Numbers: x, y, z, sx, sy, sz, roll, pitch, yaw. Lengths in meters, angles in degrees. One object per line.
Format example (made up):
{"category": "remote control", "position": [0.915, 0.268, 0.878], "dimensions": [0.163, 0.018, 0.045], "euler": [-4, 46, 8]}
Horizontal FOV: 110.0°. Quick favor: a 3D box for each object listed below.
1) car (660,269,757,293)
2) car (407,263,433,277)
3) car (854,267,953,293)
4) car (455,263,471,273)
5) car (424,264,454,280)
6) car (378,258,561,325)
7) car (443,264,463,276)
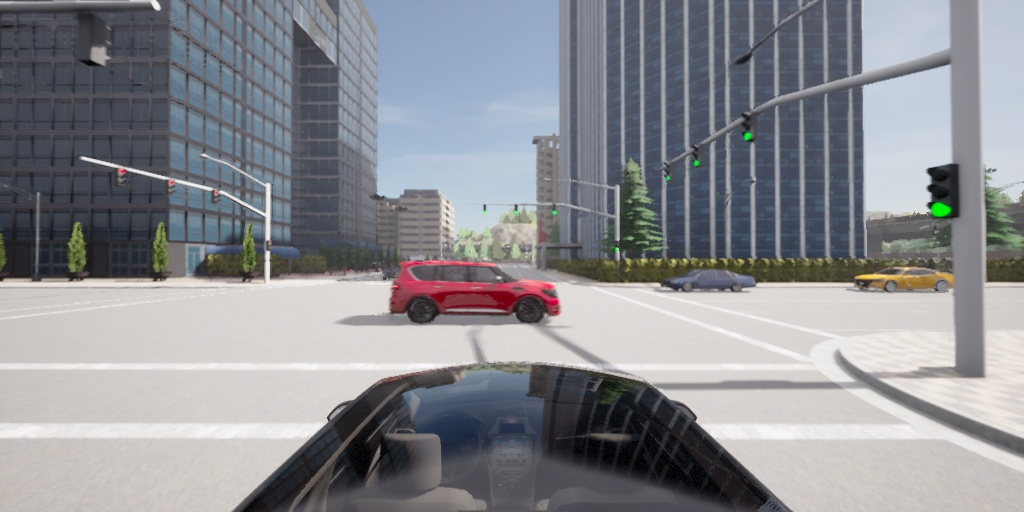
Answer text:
{"category": "car", "position": [12.249, 1.521, 22.506], "dimensions": [5.357, 1.411, 2.033], "euler": [0, -1, 0]}
{"category": "car", "position": [-11.145, 1.698, 43.738], "dimensions": [1.882, 1.535, 5.008], "euler": [0, -1, 0]}
{"category": "car", "position": [24.463, 1.445, 22.524], "dimensions": [5.008, 1.535, 1.882], "euler": [0, -1, 0]}
{"category": "car", "position": [-7.704, 1.891, 56.986], "dimensions": [1.812, 1.442, 4.674], "euler": [0, -1, 1]}
{"category": "car", "position": [-7.596, 1.646, 37.970], "dimensions": [2.128, 1.511, 4.902], "euler": [0, -1, 0]}
{"category": "car", "position": [-1.203, 1.181, 11.886], "dimensions": [5.566, 2.045, 2.150], "euler": [0, -1, 0]}
{"category": "car", "position": [-7.664, 1.820, 47.128], "dimensions": [1.994, 1.385, 4.181], "euler": [0, -1, 0]}
